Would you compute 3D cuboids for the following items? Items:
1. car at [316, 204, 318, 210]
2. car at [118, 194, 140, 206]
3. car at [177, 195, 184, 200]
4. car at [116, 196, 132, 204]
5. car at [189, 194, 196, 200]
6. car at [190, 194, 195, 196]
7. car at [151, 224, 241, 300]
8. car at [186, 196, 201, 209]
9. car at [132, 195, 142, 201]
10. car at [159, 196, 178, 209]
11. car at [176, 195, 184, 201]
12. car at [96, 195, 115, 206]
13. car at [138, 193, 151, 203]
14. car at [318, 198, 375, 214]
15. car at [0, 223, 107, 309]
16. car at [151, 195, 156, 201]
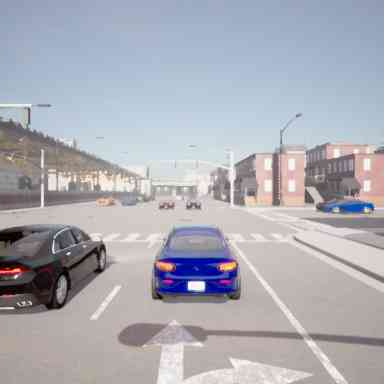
[{"bbox_3d":[16.795,1.473,38.087,5.008,1.535,1.882,0,0,0],"label":"car"},{"bbox_3d":[-10.450,1.541,55.389,2.033,1.411,5.357,0,0,0],"label":"car"},{"bbox_3d":[-3.289,1.463,92.988,1.812,1.442,4.674,0,0,0],"label":"car"},{"bbox_3d":[-13.846,1.517,68.017,2.128,1.511,4.902,0,0,0],"label":"car"},{"bbox_3d":[0.211,1.417,92.981,1.882,1.535,5.008,0,0,0],"label":"car"},{"bbox_3d":[0.187,1.518,82.479,2.033,1.411,5.357,0,0,0],"label":"car"},{"bbox_3d":[0.096,1.525,8.286,1.812,1.442,4.674,0,0,0],"label":"car"},{"bbox_3d":[0.202,1.596,44.753,1.895,1.301,4.718,0,0,0],"label":"car"},{"bbox_3d":[-13.811,1.501,83.542,1.812,1.442,4.674,0,0,0],"label":"car"},{"bbox_3d":[-3.298,1.596,44.763,1.895,1.301,4.718,0,0,0],"label":"car"},{"bbox_3d":[-3.312,1.514,82.783,1.812,1.442,4.674,0,0,0],"label":"car"},{"bbox_3d":[-13.956,1.348,53.686,2.097,1.767,4.553,0,0,0],"label":"car"},{"bbox_3d":[-10.345,1.217,68.554,2.150,2.045,5.566,0,0,0],"label":"car"},{"bbox_3d":[16.231,1.473,34.581,5.008,1.535,1.882,0,0,0],"label":"car"},{"bbox_3d":[-3.411,1.504,7.831,1.837,1.490,4.892,0,0,0],"label":"car"},{"bbox_3d":[-10.310,1.516,83.860,1.994,1.385,4.181,0,0,0],"label":"car"}]
